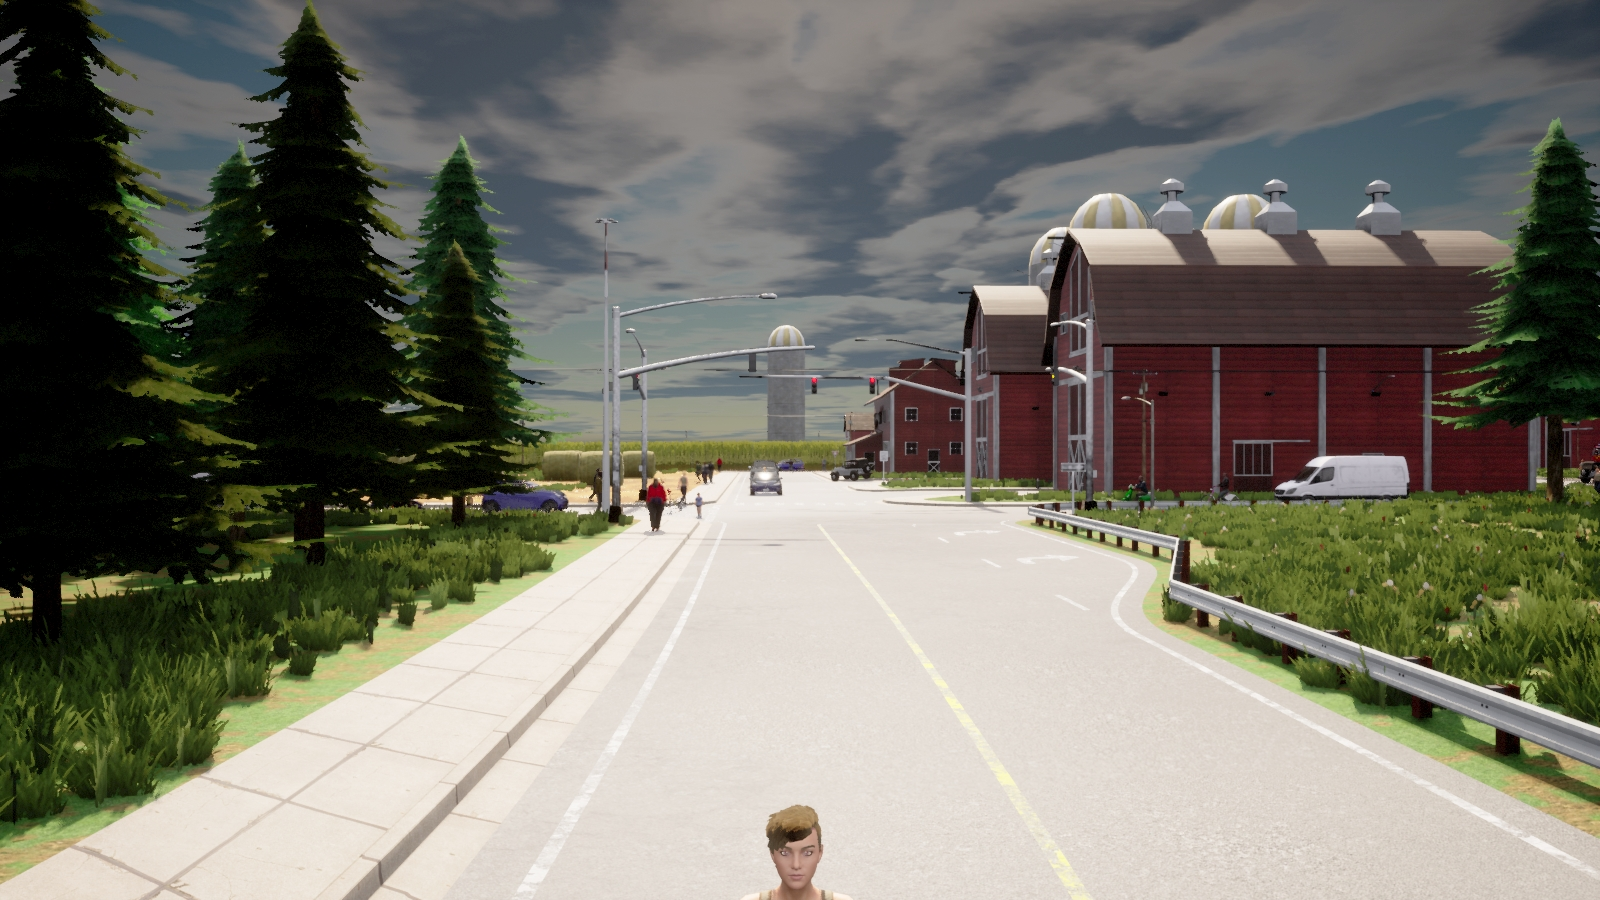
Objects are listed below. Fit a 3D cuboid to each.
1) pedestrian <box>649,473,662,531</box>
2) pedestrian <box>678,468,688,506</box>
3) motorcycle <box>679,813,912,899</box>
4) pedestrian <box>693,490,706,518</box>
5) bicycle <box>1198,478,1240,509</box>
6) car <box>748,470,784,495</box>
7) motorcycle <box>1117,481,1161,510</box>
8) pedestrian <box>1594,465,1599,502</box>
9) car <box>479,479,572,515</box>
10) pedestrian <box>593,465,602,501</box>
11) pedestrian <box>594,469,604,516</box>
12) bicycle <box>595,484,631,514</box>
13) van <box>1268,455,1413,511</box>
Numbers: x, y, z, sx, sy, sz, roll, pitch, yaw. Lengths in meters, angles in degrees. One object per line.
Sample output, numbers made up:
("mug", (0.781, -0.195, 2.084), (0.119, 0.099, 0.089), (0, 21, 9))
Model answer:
("pedestrian", (-4.642, 1.672, 36.739), (0.375, 1.860, 0.375), (0, 0, -1))
("pedestrian", (-5.794, 1.842, 56.553), (0.375, 1.860, 0.375), (0, 0, 20))
("motorcycle", (-0.013, 2.128, 3.457), (0.764, 1.307, 2.356), (0, 0, 0))
("pedestrian", (-4.159, 2.222, 47.089), (0.500, 1.100, 0.500), (0, 0, -2))
("bicycle", (19.800, 2.064, 53.998), (1.835, 1.471, 0.329), (0, 0, -1))
("car", (-2.153, 2.036, 72.119), (2.163, 1.488, 4.792), (0, 0, -2))
("motorcycle", (15.989, 2.145, 53.899), (1.805, 1.316, 0.856), (0, 0, -1))
("pedestrian", (40.961, 1.701, 58.474), (0.375, 1.860, 0.375), (0, 0, -14))
("car", (-11.923, 2.042, 49.872), (3.633, 1.501, 1.845), (0, 0, -1))
("pedestrian", (-10.403, 1.691, 58.641), (0.375, 1.860, 0.375), (0, 0, 0))
("pedestrian", (-8.057, 1.699, 45.829), (0.375, 1.860, 0.375), (0, 0, -8))
("bicycle", (-8.189, 2.157, 50.008), (1.487, 1.276, 0.859), (0, -1, -6))
("van", (25.534, 1.538, 54.103), (5.915, 2.561, 1.988), (0, 0, -1))
